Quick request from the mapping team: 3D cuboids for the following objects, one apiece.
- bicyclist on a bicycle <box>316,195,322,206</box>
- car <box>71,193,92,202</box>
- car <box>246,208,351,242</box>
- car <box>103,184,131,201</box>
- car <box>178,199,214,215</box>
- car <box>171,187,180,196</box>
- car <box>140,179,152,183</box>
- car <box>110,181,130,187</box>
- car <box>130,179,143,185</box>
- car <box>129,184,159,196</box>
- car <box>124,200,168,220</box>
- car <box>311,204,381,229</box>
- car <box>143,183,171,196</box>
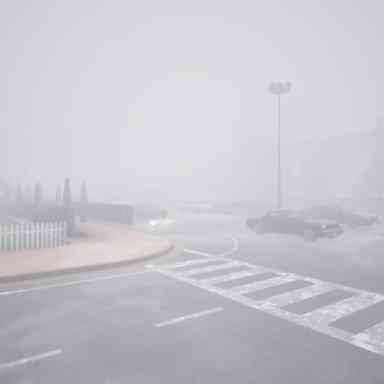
[{"bbox_3d":[18.061,1.291,47.375,1.656,1.620,0.582,0,0,-37],"label":"bicyclist on a bicycle"},{"bbox_3d":[-14.193,0.881,41.981,1.837,1.490,4.892,0,4,-37],"label":"car"},{"bbox_3d":[5.020,1.601,16.637,1.895,1.301,4.718,0,0,-37],"label":"car"},{"bbox_3d":[-11.632,0.307,50.247,2.097,1.767,4.553,0,5,-37],"label":"car"},{"bbox_3d":[0.292,1.506,34.422,1.812,1.442,4.674,0,1,-37],"label":"car"},{"bbox_3d":[-4.196,-0.267,63.943,1.882,1.535,5.008,0,7,-37],"label":"car"},{"bbox_3d":[-10.504,-1.827,72.186,2.150,2.045,5.566,0,7,-37],"label":"car"},{"bbox_3d":[-14.818,-1.300,66.260,1.882,1.535,5.008,0,7,-37],"label":"car"},{"bbox_3d":[-12.828,-1.487,69.603,1.882,1.535,5.008,0,7,-37],"label":"car"},{"bbox_3d":[-8.555,0.058,57.927,2.033,1.411,5.357,0,6,-37],"label":"car"},{"bbox_3d":[-3.787,1.555,28.227,1.994,1.385,4.181,0,0,-37],"label":"car"},{"bbox_3d":[9.519,1.548,22.284,2.033,1.411,5.357,0,0,-37],"label":"car"},{"bbox_3d":[-6.587,-0.187,61.303,1.882,1.535,5.008,0,7,-37],"label":"car"}]
